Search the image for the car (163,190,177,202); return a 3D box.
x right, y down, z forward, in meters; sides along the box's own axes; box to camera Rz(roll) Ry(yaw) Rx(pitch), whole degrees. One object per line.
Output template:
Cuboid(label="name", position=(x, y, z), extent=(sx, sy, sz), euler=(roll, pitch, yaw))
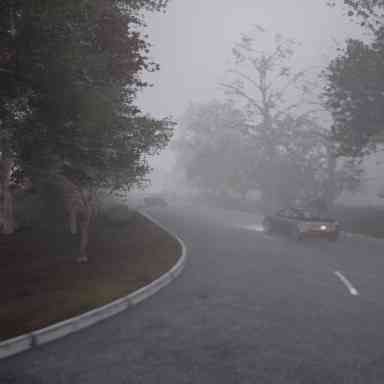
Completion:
Cuboid(label="car", position=(-3.508, 0.491, 46.939), extent=(2.097, 1.767, 4.553), euler=(1, 1, -15))

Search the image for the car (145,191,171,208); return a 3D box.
Cuboid(label="car", position=(-3.880, 0.933, 35.363), extent=(1.895, 1.301, 4.718), euler=(1, 1, -15))

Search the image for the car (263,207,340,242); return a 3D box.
Cuboid(label="car", position=(4.983, 1.405, 15.675), extent=(1.994, 1.385, 4.181), euler=(1, 1, -13))
